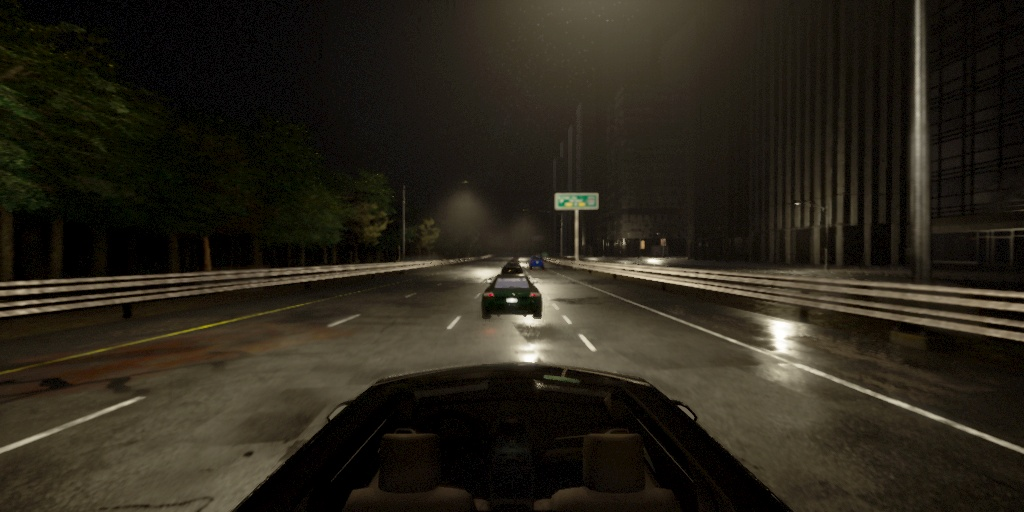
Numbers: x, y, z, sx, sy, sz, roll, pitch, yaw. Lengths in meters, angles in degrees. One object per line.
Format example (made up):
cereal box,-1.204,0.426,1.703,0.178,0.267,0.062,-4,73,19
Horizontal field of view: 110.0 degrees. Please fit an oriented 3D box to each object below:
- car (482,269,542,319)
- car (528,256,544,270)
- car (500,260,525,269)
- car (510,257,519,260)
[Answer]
car,-0.002,1.343,13.052,1.994,1.385,4.181,0,0,0
car,3.783,1.029,55.595,2.150,2.045,5.566,0,0,1
car,0.031,1.315,31.079,1.837,1.490,4.892,0,0,0
car,0.168,1.315,53.598,1.837,1.490,4.892,0,0,0
